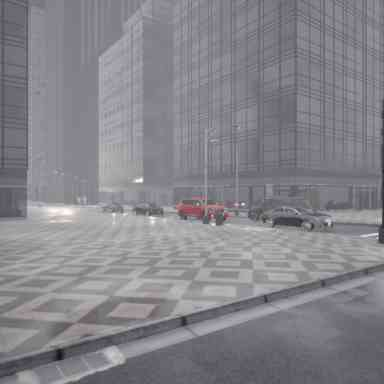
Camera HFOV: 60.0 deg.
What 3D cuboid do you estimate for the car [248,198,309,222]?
[{"bbox_3d":[6.958,1.472,26.808,2.150,2.045,5.566,0,-1,-33],"label":"car"}]

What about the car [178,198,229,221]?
[{"bbox_3d":[0.884,1.568,30.059,2.150,2.045,5.566,0,-1,-37],"label":"car"}]

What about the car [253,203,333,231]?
[{"bbox_3d":[6.793,1.683,21.924,2.128,1.511,4.902,0,-1,-36],"label":"car"}]

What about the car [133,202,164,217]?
[{"bbox_3d":[-5.087,1.980,38.311,1.882,1.535,5.008,0,-1,-36],"label":"car"}]

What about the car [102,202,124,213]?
[{"bbox_3d":[-11.172,2.170,46.778,1.837,1.490,4.892,0,-1,-35],"label":"car"}]
